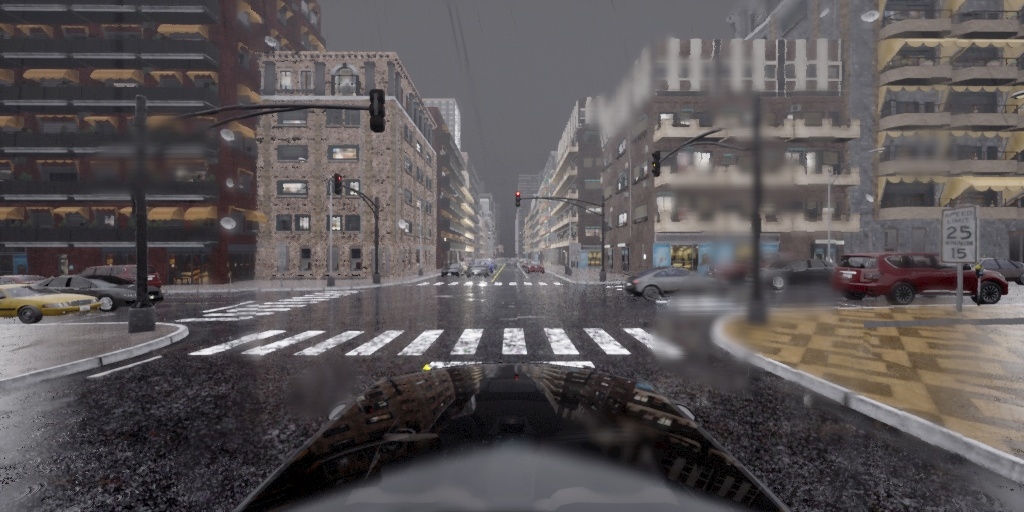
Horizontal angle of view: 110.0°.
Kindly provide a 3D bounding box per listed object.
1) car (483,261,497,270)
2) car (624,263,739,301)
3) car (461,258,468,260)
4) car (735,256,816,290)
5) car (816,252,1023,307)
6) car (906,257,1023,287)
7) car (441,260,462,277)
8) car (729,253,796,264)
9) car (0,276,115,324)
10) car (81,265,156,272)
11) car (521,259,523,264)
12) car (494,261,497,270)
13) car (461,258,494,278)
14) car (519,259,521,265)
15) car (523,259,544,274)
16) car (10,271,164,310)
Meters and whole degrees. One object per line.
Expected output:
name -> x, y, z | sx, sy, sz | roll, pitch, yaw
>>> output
car -> -3.207, 1.365, 53.434 | 1.895, 1.301, 4.718 | 0, 0, 0
car -> 7.092, 1.159, 15.647 | 4.181, 1.385, 1.994 | -1, 0, -1
car -> -5.777, 1.284, 40.651 | 1.751, 1.417, 4.829 | 0, 0, 0
car -> 14.933, 0.947, 18.933 | 4.892, 1.490, 1.837 | -1, 0, -1
car -> 14.685, 0.775, 13.141 | 5.009, 1.841, 2.192 | 0, 0, -1
car -> 24.723, 0.807, 19.044 | 5.357, 1.411, 2.033 | -1, 0, -1
car -> -5.765, 1.322, 35.139 | 1.948, 1.339, 4.313 | 0, 0, 0
car -> 14.531, 0.759, 21.520 | 5.009, 1.841, 2.192 | 0, 0, -1
car -> -17.654, 1.585, 12.786 | 4.829, 1.417, 1.751 | 0, 0, -1
car -> -23.642, 1.462, 21.069 | 5.009, 1.841, 2.192 | 0, 0, -1
car -> 2.590, 1.200, 46.524 | 1.967, 1.591, 4.097 | 0, 0, 0
car -> -3.192, 1.237, 43.437 | 1.882, 1.535, 5.008 | 0, 0, 0
car -> -3.172, 1.247, 34.014 | 2.128, 1.511, 4.902 | 0, 0, 0
car -> 2.565, 1.349, 57.889 | 1.802, 1.307, 4.207 | 0, 0, 0
car -> 2.603, 1.198, 40.842 | 1.967, 1.591, 4.097 | 0, 0, 0
car -> -17.897, 1.560, 15.370 | 4.892, 1.490, 1.837 | -1, 0, -1
